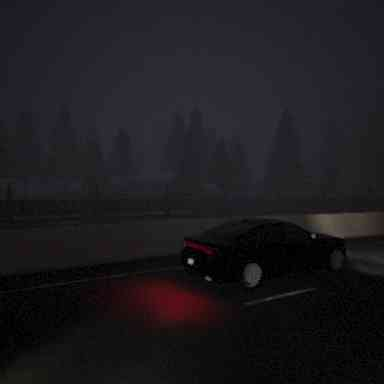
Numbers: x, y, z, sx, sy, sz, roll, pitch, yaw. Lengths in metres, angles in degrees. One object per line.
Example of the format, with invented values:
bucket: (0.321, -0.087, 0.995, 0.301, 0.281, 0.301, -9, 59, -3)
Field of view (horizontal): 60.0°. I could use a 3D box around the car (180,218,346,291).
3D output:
car: (2.079, 1.453, 8.989, 5.008, 1.535, 1.882, 0, 0, -31)
